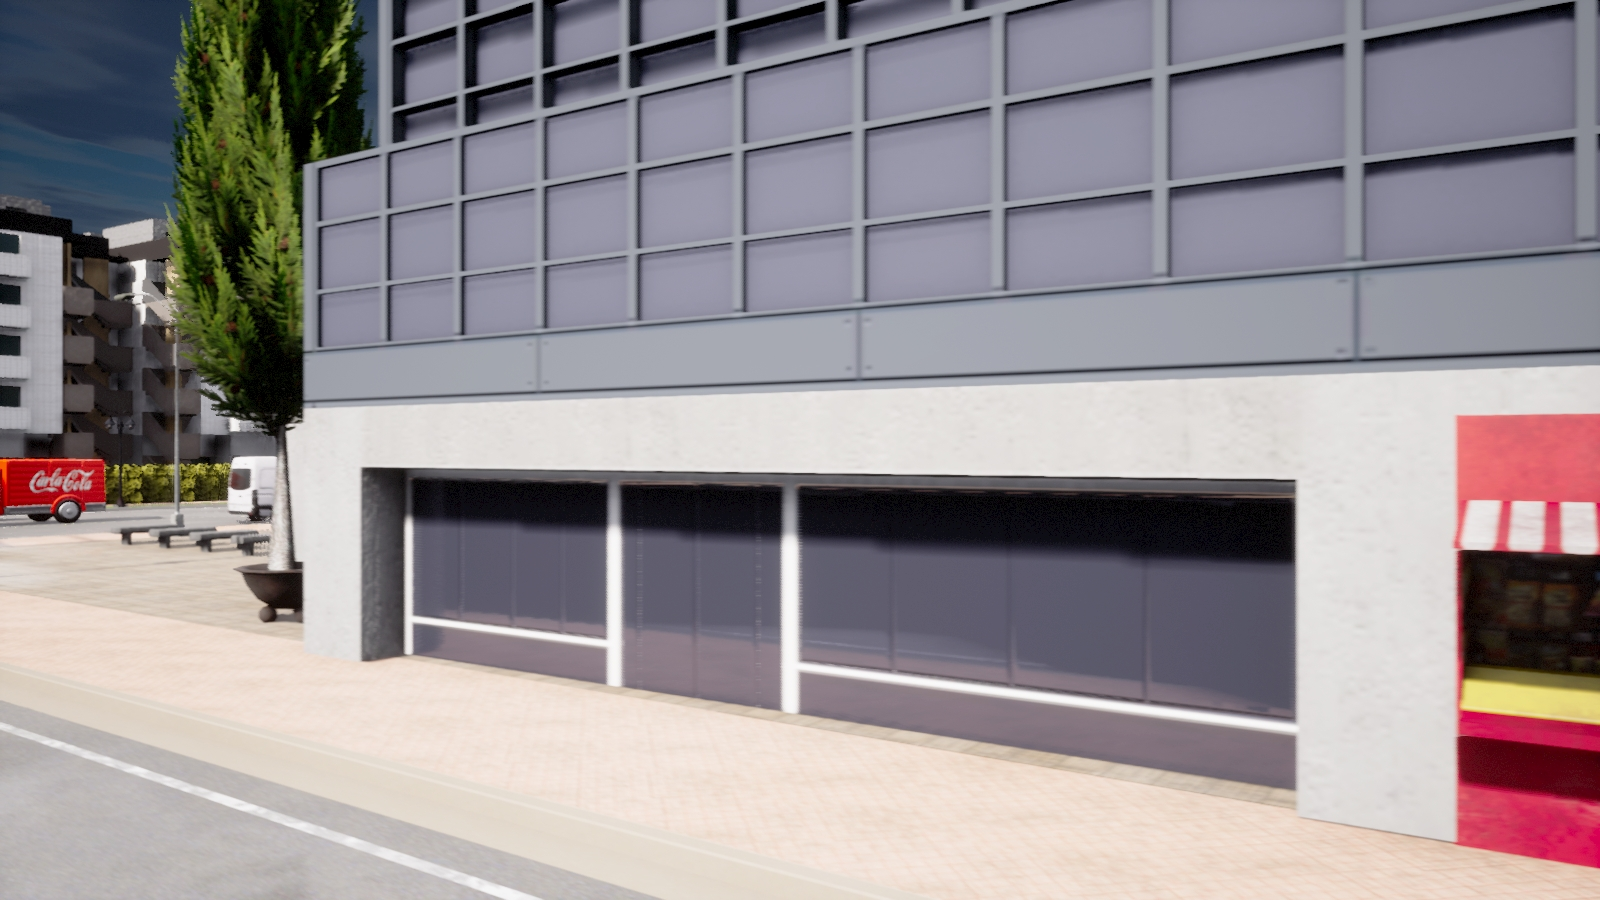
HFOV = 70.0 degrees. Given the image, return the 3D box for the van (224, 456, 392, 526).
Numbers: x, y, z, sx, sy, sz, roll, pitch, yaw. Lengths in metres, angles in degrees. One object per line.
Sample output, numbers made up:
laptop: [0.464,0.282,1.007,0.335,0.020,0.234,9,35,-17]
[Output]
van: [-19.431,1.535,45.430,1.988,2.561,5.915,0,0,36]

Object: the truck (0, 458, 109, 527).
truck: [-29.456,1.569,43.076,2.627,2.467,5.204,0,0,33]
